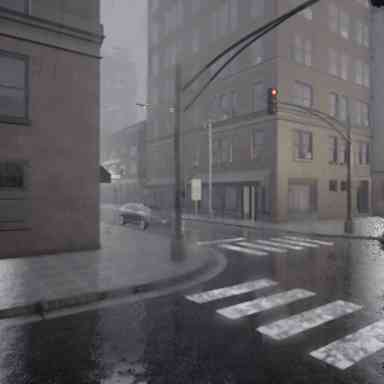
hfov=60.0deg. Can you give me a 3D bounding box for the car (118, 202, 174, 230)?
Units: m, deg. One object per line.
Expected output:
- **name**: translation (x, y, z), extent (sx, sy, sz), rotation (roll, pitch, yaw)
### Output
- **car**: translation (-2.964, 1.417, 20.655), extent (1.837, 1.490, 4.892), rotation (0, 0, -36)

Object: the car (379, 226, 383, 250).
- **car**: translation (8.269, 1.496, 9.696), extent (4.902, 1.511, 2.128), rotation (0, 0, 23)
